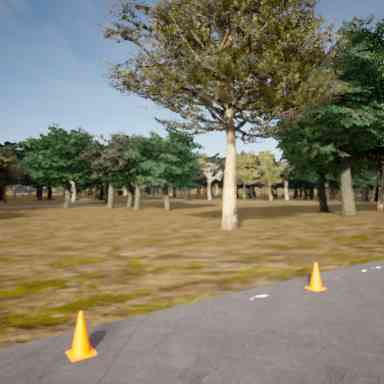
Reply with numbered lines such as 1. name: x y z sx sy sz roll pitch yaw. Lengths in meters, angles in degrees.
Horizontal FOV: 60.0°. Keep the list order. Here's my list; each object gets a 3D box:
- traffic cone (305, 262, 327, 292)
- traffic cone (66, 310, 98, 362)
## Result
1. traffic cone: 2.747 1.847 7.366 0.340 0.580 0.340 -1 1 -32
2. traffic cone: -1.518 1.927 4.567 0.340 0.580 0.340 -1 1 -34
